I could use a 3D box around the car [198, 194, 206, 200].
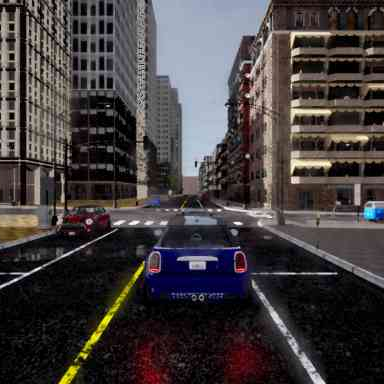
[{"bbox_3d":[2.723,1.363,94.629,2.192,1.841,5.009,0,0,0],"label":"car"}]

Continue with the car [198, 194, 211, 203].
[{"bbox_3d":[2.713,1.339,66.875,2.192,1.841,5.009,0,0,0],"label":"car"}]

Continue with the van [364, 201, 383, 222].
[{"bbox_3d":[16.940,1.707,28.474,3.998,1.788,1.690,1,-1,0],"label":"van"}]

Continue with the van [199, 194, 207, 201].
[{"bbox_3d":[2.719,1.378,83.528,1.690,1.788,3.998,0,0,0],"label":"van"}]

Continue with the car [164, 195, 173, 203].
[{"bbox_3d":[-5.665,1.553,72.258,1.752,1.417,4.829,0,0,0],"label":"car"}]

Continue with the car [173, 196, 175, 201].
[{"bbox_3d":[-5.659,1.482,89.080,1.967,1.590,4.097,0,0,0],"label":"car"}]

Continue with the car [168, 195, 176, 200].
[{"bbox_3d":[-5.657,1.573,94.461,1.752,1.417,4.829,0,0,0],"label":"car"}]

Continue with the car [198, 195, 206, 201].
[{"bbox_3d":[2.722,1.593,89.078,2.008,1.369,4.403,0,0,0],"label":"car"}]

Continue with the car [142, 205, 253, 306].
[{"bbox_3d":[0.102,1.353,8.167,2.097,1.767,4.553,0,0,0],"label":"car"}]

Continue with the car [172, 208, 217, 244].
[{"bbox_3d":[0.106,1.565,16.625,1.994,1.385,4.181,0,0,0],"label":"car"}]

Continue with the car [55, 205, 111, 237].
[{"bbox_3d":[-5.685,1.441,17.750,1.967,1.590,4.097,0,0,0],"label":"car"}]

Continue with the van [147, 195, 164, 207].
[{"bbox_3d":[-5.673,1.354,50.224,1.690,1.788,3.998,0,0,0],"label":"van"}]
